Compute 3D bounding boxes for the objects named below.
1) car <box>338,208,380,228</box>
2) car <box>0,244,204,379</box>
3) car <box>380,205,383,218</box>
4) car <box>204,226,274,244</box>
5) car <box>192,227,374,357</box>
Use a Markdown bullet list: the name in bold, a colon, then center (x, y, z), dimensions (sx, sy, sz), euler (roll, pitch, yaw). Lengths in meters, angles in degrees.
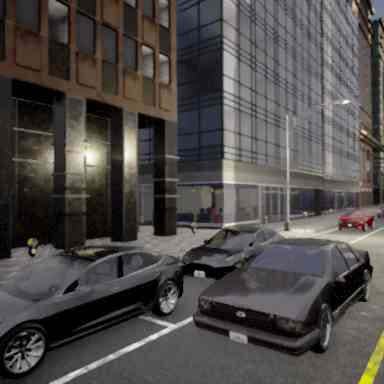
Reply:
- **car**: center (11.740, 1.976, 23.643), dimensions (1.887, 1.381, 4.507), euler (-1, -2, 37)
- **car**: center (-1.883, 1.690, 5.853), dimensions (1.947, 1.339, 4.313), euler (-1, -2, 37)
- **car**: center (21.956, 2.104, 36.987), dimensions (1.967, 1.590, 4.097), euler (-1, -2, 37)
- **car**: center (1.522, 1.766, 10.300), dimensions (1.947, 1.339, 4.313), euler (-1, -2, 37)
- **car**: center (2.287, 1.676, 6.735), dimensions (2.033, 1.411, 5.357), euler (-1, -1, 38)
